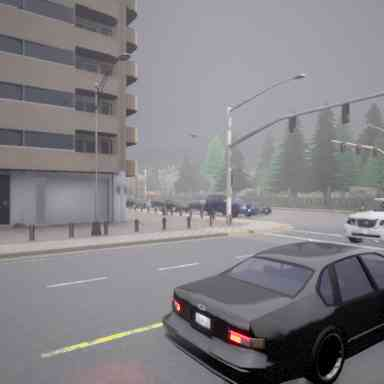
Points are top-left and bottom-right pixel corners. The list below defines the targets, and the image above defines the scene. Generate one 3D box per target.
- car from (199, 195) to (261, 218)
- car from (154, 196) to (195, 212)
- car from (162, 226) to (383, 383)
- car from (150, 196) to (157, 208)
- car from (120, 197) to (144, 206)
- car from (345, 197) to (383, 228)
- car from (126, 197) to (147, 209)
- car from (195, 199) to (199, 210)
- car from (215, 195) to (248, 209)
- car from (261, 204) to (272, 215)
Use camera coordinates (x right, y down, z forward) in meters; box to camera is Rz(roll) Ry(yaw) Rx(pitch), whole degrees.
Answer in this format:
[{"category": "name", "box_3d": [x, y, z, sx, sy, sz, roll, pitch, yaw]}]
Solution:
[{"category": "car", "box_3d": [3.453, 1.275, 31.597, 2.150, 2.045, 5.566, 0, 0, -36]}, {"category": "car", "box_3d": [-2.140, 1.558, 39.366, 1.837, 1.490, 4.892, 0, 0, -36]}, {"category": "car", "box_3d": [2.180, 1.547, 5.334, 5.357, 1.411, 2.033, 0, 0, -35]}, {"category": "car", "box_3d": [-4.197, 1.405, 48.225, 2.097, 1.767, 4.553, 0, 0, -36]}, {"category": "car", "box_3d": [-10.372, 1.600, 56.868, 2.033, 1.411, 5.357, 0, 0, -35]}, {"category": "car", "box_3d": [9.089, 1.219, 14.755, 5.566, 2.045, 2.150, 0, 0, -35]}, {"category": "car", "box_3d": [-8.218, 1.558, 47.820, 1.837, 1.490, 4.892, 0, 0, -36]}, {"category": "car", "box_3d": [1.044, 1.579, 40.950, 1.812, 1.442, 4.674, 0, 0, -36]}, {"category": "car", "box_3d": [5.519, 1.404, 47.029, 2.097, 1.767, 4.553, 0, 0, -36]}, {"category": "car", "box_3d": [6.075, 1.617, 33.947, 1.994, 1.385, 4.181, 0, 0, -36]}]
